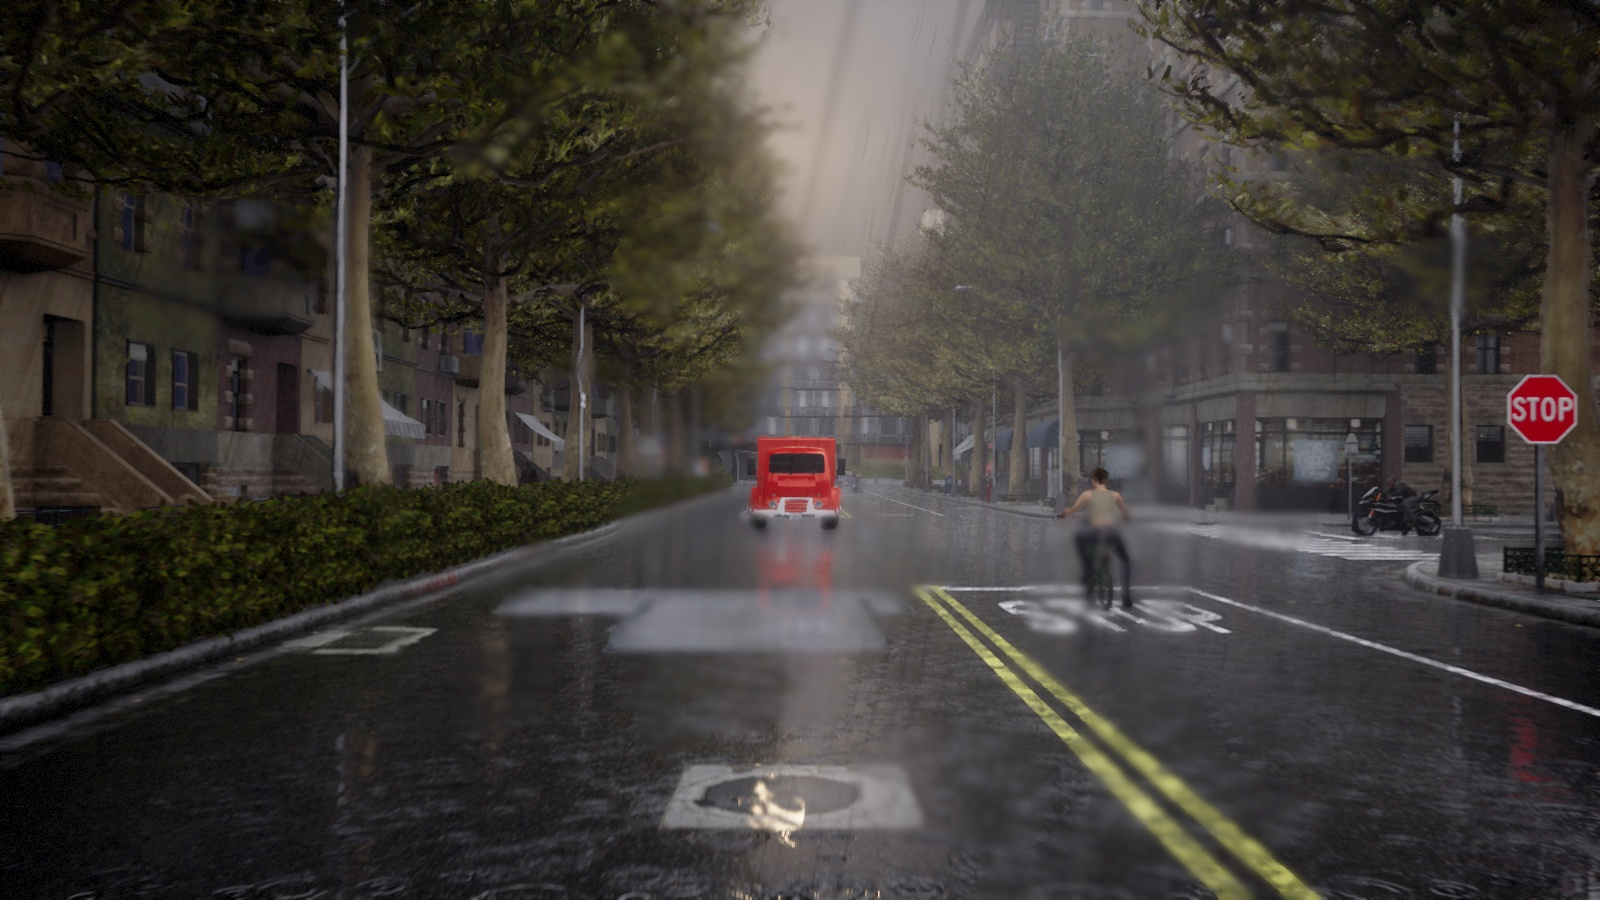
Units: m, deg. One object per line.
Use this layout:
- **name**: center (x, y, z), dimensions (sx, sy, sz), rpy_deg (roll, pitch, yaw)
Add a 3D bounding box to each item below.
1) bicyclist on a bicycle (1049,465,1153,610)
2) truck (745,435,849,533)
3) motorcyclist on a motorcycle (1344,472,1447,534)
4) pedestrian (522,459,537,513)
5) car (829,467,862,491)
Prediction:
- **bicyclist on a bicycle**: center (3.483, 0.983, 14.687), dimensions (0.866, 1.612, 1.509), rpy_deg (0, -1, 1)
- **truck**: center (-0.085, 0.901, 34.236), dimensions (2.627, 2.467, 5.204), rpy_deg (0, -1, 0)
- **motorcyclist on a motorcycle**: center (14.994, 1.320, 31.660), dimensions (2.191, 1.530, 0.866), rpy_deg (0, -1, 0)
- **pedestrian**: center (-9.341, 1.234, 43.341), dimensions (0.376, 1.854, 0.720), rpy_deg (0, -1, -2)
- **car**: center (3.279, 2.111, 91.472), dimensions (2.152, 1.651, 5.027), rpy_deg (0, -1, 0)
